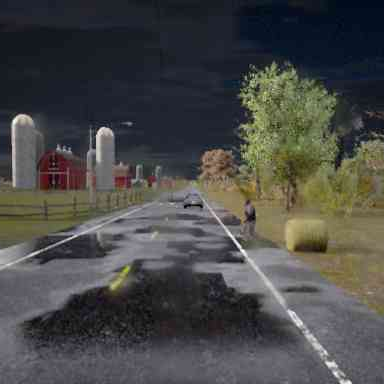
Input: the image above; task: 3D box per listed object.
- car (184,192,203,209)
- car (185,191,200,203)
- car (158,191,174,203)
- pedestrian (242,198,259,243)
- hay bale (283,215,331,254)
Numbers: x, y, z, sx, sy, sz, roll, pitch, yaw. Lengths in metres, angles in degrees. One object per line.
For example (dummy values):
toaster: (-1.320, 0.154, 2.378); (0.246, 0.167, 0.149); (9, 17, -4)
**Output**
car: (0.131, 0.960, 34.852); (1.994, 1.385, 4.181); (0, 1, 0)
car: (0.094, 0.678, 46.939); (2.128, 1.511, 4.902); (0, 1, 1)
car: (-3.529, 0.706, 46.072); (1.837, 1.490, 4.892); (0, 1, 0)
pedestrian: (2.249, 1.070, 12.809); (0.375, 1.860, 0.375); (-1, 2, -2)
hay bale: (4.021, 1.450, 11.747); (1.220, 1.180, 1.240); (1, 2, 0)
